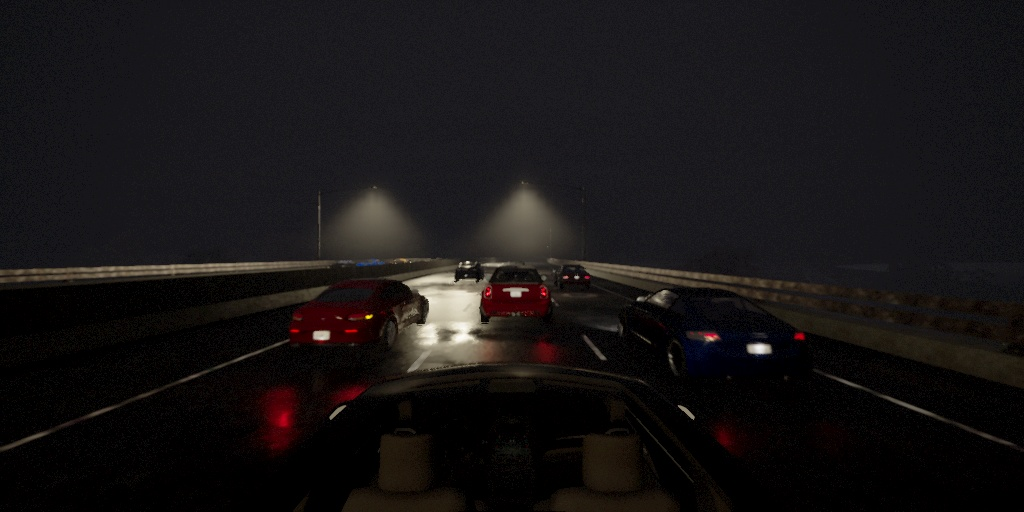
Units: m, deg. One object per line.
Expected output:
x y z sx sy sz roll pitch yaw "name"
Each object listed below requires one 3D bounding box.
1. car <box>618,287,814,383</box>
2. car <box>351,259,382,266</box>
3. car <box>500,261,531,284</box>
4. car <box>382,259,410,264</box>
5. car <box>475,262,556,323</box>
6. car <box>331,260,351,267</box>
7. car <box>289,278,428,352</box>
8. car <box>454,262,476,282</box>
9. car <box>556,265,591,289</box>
3.582 1.299 7.173 1.994 1.385 4.181 0 0 1 "car"
-17.055 1.128 43.457 1.882 1.535 5.008 0 0 2 "car"
0.301 1.176 27.603 2.128 1.511 4.902 0 0 1 "car"
-13.556 1.129 43.498 1.882 1.535 5.008 0 0 2 "car"
0.129 1.074 12.188 2.097 1.767 4.553 0 0 1 "car"
-20.534 1.212 44.194 1.994 1.385 4.181 0 0 2 "car"
-3.404 1.254 8.768 1.812 1.442 4.674 0 0 1 "car"
-3.198 1.174 27.631 2.128 1.511 4.902 0 0 1 "car"
3.713 1.244 22.818 2.033 1.411 5.357 0 0 1 "car"
